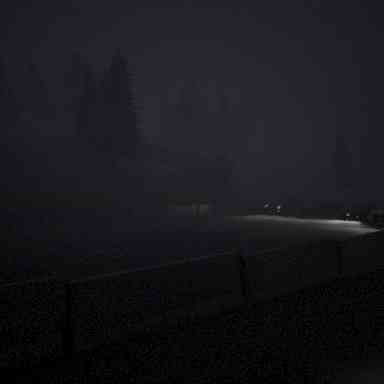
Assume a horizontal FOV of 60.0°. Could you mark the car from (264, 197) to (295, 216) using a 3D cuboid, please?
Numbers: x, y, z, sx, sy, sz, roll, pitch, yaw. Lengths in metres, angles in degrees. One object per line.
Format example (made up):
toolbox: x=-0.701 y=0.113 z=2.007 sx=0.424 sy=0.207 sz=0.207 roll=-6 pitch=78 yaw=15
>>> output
car: x=8.970 y=1.301 z=31.613 sx=4.553 sy=1.767 sz=2.097 roll=0 pitch=0 yaw=-35

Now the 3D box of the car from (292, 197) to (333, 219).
car: x=11.340 y=1.430 z=28.993 sx=5.008 sy=1.535 sz=1.882 roll=0 pitch=0 yaw=-35

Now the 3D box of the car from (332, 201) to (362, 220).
car: x=13.351 y=1.520 z=26.130 sx=4.181 sy=1.385 sz=1.994 roll=0 pitch=0 yaw=-35

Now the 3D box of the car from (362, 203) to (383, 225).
car: x=13.792 y=1.436 z=22.181 sx=5.008 sy=1.535 sz=1.882 roll=0 pitch=0 yaw=-35
